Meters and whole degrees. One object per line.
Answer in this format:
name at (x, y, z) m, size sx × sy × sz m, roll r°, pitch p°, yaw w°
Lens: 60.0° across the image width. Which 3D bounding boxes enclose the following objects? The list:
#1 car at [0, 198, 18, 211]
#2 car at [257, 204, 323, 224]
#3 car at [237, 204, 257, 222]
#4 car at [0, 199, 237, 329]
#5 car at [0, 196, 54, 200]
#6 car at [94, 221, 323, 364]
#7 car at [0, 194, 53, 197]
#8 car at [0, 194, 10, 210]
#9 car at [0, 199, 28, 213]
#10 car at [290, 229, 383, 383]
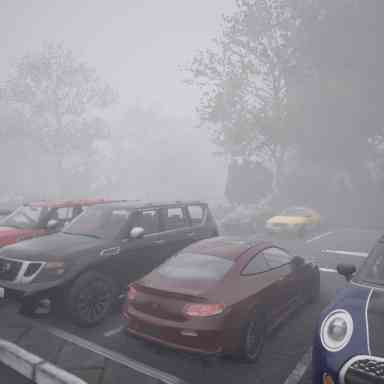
car at (-23.658, 1.502, 39.480) m, size 2.097 × 1.535 × 5.008 m, roll 0°, pitch 0°, yaw 36°
car at (5.733, 1.481, 18.294) m, size 1.946 × 1.575 × 5.366 m, roll 0°, pitch 0°, yaw 35°
car at (3.583, 1.486, 20.062) m, size 2.231 × 1.521 × 4.892 m, roll 0°, pitch 0°, yaw 36°
car at (-1.448, 1.232, 7.542) m, size 2.435 × 2.045 × 5.566 m, roll 0°, pitch 0°, yaw 35°
car at (-3.730, 1.233, 9.170) m, size 2.435 × 2.045 × 5.566 m, roll 0°, pitch 0°, yaw 35°
car at (0.850, 1.522, 5.935) m, size 2.002 × 1.452 × 4.674 m, roll 0°, pitch 0°, yaw 36°
car at (-16.971, 1.242, 34.682) m, size 2.435 × 2.045 × 5.566 m, roll 0°, pitch 0°, yaw 36°
car at (-25.940, 1.256, 41.080) m, size 2.435 × 2.045 × 5.566 m, roll 0°, pitch 0°, yaw 35°
car at (-21.490, 1.537, 37.937) m, size 2.002 × 1.452 × 4.674 m, roll 0°, pitch 0°, yaw 36°
car at (3.152, 1.356, 4.335) m, size 2.185 × 1.767 × 4.553 m, roll 0°, pitch 0°, yaw 36°
